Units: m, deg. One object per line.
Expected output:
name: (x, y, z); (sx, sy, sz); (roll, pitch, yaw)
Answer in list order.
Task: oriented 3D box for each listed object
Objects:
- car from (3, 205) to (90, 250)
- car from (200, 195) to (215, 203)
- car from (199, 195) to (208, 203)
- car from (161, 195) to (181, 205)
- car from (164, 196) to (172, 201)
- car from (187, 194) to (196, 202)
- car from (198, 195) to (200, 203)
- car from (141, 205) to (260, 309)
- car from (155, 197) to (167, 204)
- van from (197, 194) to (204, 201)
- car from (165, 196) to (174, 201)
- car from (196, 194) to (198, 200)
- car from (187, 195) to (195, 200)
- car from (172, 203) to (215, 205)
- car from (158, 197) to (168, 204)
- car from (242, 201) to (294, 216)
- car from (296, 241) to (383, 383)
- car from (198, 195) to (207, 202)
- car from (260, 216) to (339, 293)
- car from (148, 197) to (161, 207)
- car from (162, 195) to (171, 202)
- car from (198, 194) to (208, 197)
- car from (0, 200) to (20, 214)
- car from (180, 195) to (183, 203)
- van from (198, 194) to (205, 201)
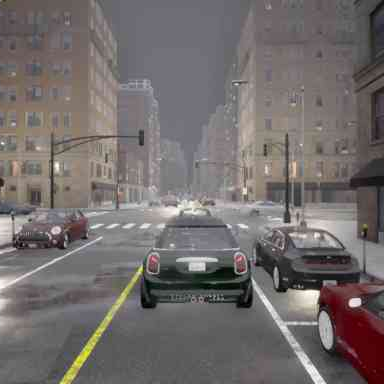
car: (-5.818, 1.445, 14.169); (1.967, 1.590, 4.097); (0, 0, 0)
car: (2.660, 1.589, 52.589); (1.887, 1.381, 4.507); (0, 0, 0)
car: (2.502, 1.540, 74.617); (1.967, 1.590, 4.097); (0, 0, 0)
car: (-3.085, 1.588, 50.206); (2.033, 1.411, 5.357); (0, 0, -1)
car: (-6.103, 1.720, 85.579); (1.802, 1.307, 4.206); (0, 0, 0)
car: (-0.208, 1.705, 80.091); (1.895, 1.301, 4.718); (0, 0, 0)
car: (2.621, 1.621, 58.095); (1.947, 1.339, 4.313); (0, 0, 0)
car: (0.066, 1.354, 8.059); (2.097, 1.767, 4.553); (0, 0, -1)
car: (-5.944, 1.612, 63.547); (1.887, 1.381, 4.507); (0, 0, 0)
van: (2.384, 1.502, 91.138); (1.690, 1.788, 3.998); (0, 0, 0)
car: (-6.142, 1.726, 91.087); (1.947, 1.339, 4.313); (0, 0, 0)
car: (2.542, 1.398, 69.110); (2.192, 1.841, 5.009); (0, 0, 0)
car: (-0.280, 1.541, 90.067); (1.994, 1.385, 4.181); (0, 0, 0)
car: (0.133, 1.497, 15.361); (2.128, 1.511, 4.902); (0, 0, 0)
car: (-5.984, 1.664, 69.055); (1.802, 1.307, 4.206); (0, 0, 0)
car: (6.899, 1.552, 30.282); (4.674, 1.442, 1.812); (0, 0, 0)
car: (2.682, 1.545, 3.171); (1.887, 1.381, 4.507); (0, 0, 0)
car: (2.463, 1.558, 80.123); (1.967, 1.590, 4.097); (0, 0, 0)
car: (2.694, 1.553, 8.662); (2.008, 1.369, 4.403); (0, 0, 0)
car: (-5.865, 1.595, 52.531); (2.008, 1.369, 4.403); (0, 0, 0)
car: (-6.062, 1.558, 80.071); (1.967, 1.590, 4.097); (0, 0, 0)
car: (2.580, 1.594, 63.773); (1.752, 1.417, 4.829); (0, 0, 0)
car: (-17.078, 1.475, 30.206); (5.357, 1.411, 2.033); (0, 0, 0)
car: (-3.139, 1.660, 60.023); (1.895, 1.301, 4.718); (0, 0, 0)
van: (2.424, 1.480, 85.632); (1.690, 1.788, 3.998); (0, 0, 0)
